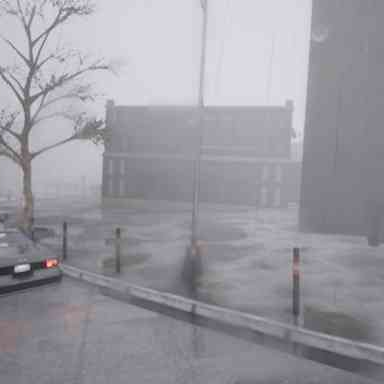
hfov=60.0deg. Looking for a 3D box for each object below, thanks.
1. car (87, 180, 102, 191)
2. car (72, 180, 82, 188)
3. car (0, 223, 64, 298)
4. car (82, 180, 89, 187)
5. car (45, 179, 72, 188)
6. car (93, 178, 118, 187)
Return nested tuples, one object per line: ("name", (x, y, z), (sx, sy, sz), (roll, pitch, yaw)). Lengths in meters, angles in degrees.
("car", (-16.256, -0.904, 60.439), (1.882, 1.535, 5.008), (4, 3, 21))
("car", (-26.269, -1.764, 69.165), (5.008, 1.535, 2.097), (4, 3, 21))
("car", (-5.168, 1.438, 7.902), (5.357, 1.411, 2.033), (2, 1, 39))
("car", (-25.286, -1.797, 71.740), (4.674, 1.452, 2.002), (4, 3, 21))
("car", (-27.208, -1.819, 66.565), (4.553, 1.767, 2.185), (4, 3, 21))
("car", (-21.389, -2.398, 82.049), (5.566, 2.045, 2.435), (4, 3, 21))
